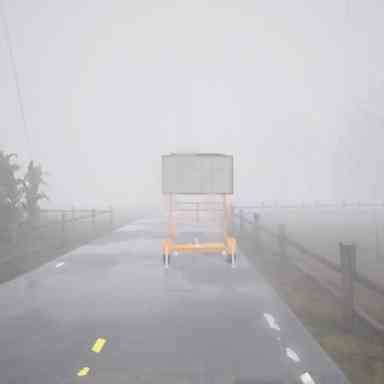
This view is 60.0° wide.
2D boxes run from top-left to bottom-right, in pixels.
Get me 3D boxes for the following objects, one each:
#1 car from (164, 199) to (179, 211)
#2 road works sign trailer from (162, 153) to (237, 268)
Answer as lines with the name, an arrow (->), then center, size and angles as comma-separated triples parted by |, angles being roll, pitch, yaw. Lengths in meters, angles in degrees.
car -> -2.706, 1.758, 45.514 | 2.128, 1.511, 4.902 | 0, 0, 0
road works sign trailer -> 0.185, 0.484, 11.356 | 2.380, 3.560, 2.880 | 0, 0, -2
